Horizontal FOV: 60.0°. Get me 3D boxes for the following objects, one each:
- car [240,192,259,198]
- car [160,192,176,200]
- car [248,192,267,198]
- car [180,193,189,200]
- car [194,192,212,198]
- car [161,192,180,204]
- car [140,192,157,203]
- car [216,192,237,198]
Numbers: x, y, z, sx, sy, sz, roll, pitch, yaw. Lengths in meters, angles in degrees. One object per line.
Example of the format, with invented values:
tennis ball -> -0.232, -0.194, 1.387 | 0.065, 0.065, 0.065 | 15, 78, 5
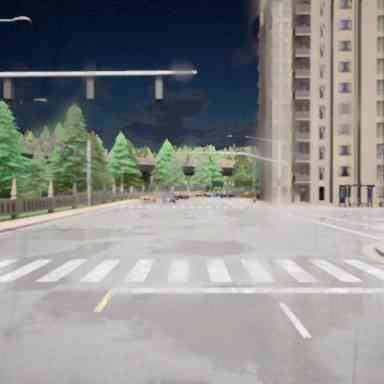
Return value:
car -> 13.641, 0.712, 78.891 | 5.008, 1.535, 1.882 | 0, 1, -37
car -> -5.017, 0.820, 69.872 | 1.837, 1.490, 4.892 | 0, 1, 16
car -> 16.733, 0.728, 84.937 | 4.181, 1.385, 1.994 | 0, 1, -24
car -> -2.062, 0.942, 67.550 | 1.895, 1.301, 4.718 | 0, 1, 16
car -> 2.872, 0.757, 83.225 | 1.895, 1.301, 4.718 | 1, 1, 44
car -> -3.512, 0.990, 51.595 | 2.128, 1.511, 4.902 | 0, 0, 1
car -> -6.968, 0.830, 53.552 | 2.097, 1.767, 4.553 | 0, 1, 1
car -> 8.629, 0.756, 79.086 | 4.674, 1.442, 1.812 | 0, 1, -42
